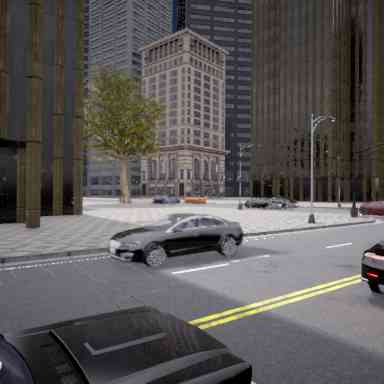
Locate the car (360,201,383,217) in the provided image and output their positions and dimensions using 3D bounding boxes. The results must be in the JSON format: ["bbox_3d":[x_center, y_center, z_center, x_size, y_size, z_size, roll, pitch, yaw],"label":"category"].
[{"bbox_3d":[16.342,1.486,28.081,1.812,1.442,4.674,1,1,-14],"label":"car"}]

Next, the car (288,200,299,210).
[{"bbox_3d":[11.265,1.476,42.400,2.128,1.511,4.902,1,0,-39],"label":"car"}]

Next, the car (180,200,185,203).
[{"bbox_3d":[-3.844,1.545,59.894,1.994,1.385,4.181,1,-1,-42],"label":"car"}]

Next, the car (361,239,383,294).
[{"bbox_3d":[5.774,1.492,7.556,4.902,1.511,2.128,0,0,-35],"label":"car"}]

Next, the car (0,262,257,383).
[{"bbox_3d":[-1.747,1.601,2.195,4.718,1.301,1.895,0,0,-36],"label":"car"}]

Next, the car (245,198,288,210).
[{"bbox_3d":[8.685,1.444,40.413,2.128,1.511,4.902,1,-1,-39],"label":"car"}]

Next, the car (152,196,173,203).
[{"bbox_3d":[-6.418,1.568,72.102,1.812,1.442,4.674,1,-1,-45],"label":"car"}]

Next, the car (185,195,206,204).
[{"bbox_3d":[0.541,1.397,64.915,2.097,1.767,4.553,1,-1,-43],"label":"car"}]

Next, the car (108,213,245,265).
[{"bbox_3d":[-0.381,1.492,11.384,4.902,1.511,2.128,0,0,-35],"label":"car"}]

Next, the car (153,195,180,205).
[{"bbox_3d":[-4.652,1.299,55.941,2.097,1.767,4.553,1,0,-42],"label":"car"}]
